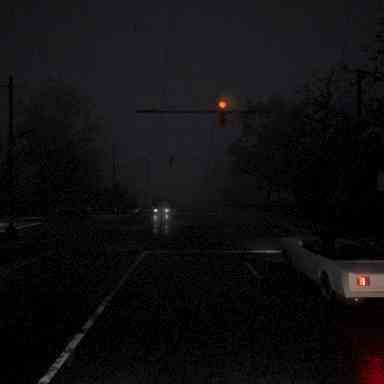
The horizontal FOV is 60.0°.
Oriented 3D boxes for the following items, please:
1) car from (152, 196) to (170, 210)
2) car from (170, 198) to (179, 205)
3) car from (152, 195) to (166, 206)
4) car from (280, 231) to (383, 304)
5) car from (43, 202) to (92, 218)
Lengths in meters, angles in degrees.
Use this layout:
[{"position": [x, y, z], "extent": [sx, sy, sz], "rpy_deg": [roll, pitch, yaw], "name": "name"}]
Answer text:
[{"position": [-4.237, 1.606, 45.738], "extent": [1.837, 1.490, 4.892], "rpy_deg": [0, -1, -4], "name": "car"}, {"position": [-4.994, 2.124, 73.582], "extent": [1.882, 1.535, 5.008], "rpy_deg": [0, -1, -19], "name": "car"}, {"position": [-6.410, 1.671, 63.984], "extent": [2.150, 2.045, 5.566], "rpy_deg": [0, -2, -10], "name": "car"}, {"position": [3.594, 1.601, 8.107], "extent": [1.895, 1.301, 4.718], "rpy_deg": [0, 0, 0], "name": "car"}, {"position": [-11.308, 1.599, 30.339], "extent": [4.181, 1.385, 1.994], "rpy_deg": [0, 1, -9], "name": "car"}]
